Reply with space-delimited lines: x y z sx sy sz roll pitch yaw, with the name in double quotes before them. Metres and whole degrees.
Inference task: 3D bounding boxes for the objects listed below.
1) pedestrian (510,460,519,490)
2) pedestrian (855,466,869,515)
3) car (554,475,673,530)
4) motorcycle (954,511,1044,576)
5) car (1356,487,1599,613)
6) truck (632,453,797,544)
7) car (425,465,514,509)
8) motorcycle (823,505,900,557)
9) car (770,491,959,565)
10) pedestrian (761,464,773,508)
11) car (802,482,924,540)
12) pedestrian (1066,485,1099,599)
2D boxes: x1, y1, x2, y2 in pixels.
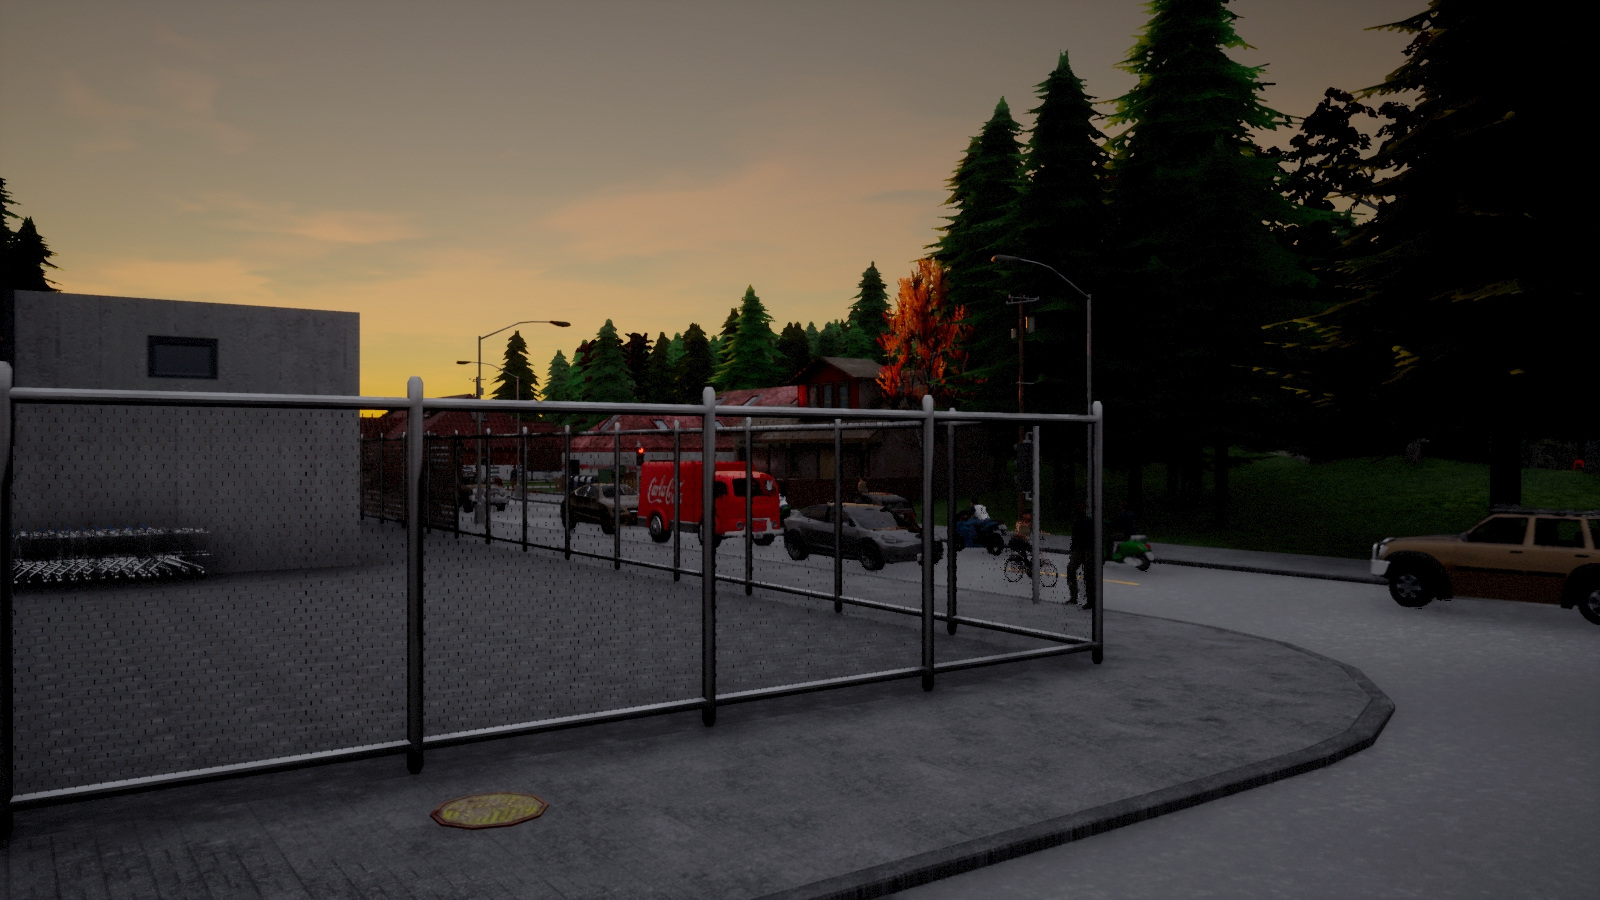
"pedestrian" -17.346 1.519 69.406 0.375 1.860 0.375 0 0 8
"pedestrian" 2.352 1.521 43.278 0.375 1.860 0.375 0 0 -33
"car" -6.576 1.769 39.829 2.152 1.651 5.027 0 0 -35
"motorcycle" 4.213 1.959 24.336 0.856 1.236 1.805 0 0 -35
"car" 12.336 1.640 19.642 1.932 1.855 4.605 0 0 -44
"truck" -2.653 1.343 34.158 2.627 2.467 5.204 0 0 -35
"car" -15.070 1.639 51.953 1.932 1.855 4.605 0 0 -45
"motorcycle" 1.511 1.990 28.455 0.803 1.145 2.033 0 0 -36
"car" 1.474 1.840 28.243 2.163 1.488 4.792 0 0 -35
"pedestrian" -1.424 1.520 48.721 0.375 1.860 0.375 0 0 -34
"car" 1.867 1.802 34.631 1.789 1.549 3.705 0 0 -35
"pedestrian" 4.703 1.515 19.002 0.375 1.860 0.375 0 0 -34
